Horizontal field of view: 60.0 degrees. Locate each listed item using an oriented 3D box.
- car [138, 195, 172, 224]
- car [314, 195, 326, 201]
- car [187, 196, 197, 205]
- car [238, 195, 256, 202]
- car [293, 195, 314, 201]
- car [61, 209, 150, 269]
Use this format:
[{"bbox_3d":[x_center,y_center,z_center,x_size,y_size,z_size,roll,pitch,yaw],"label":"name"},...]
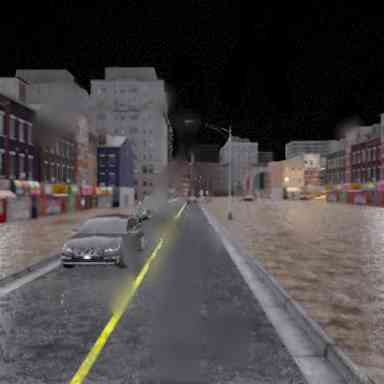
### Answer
[{"bbox_3d":[-2.780,1.297,25.545,2.150,2.045,5.566,0,1,1],"label":"car"},{"bbox_3d":[31.698,1.446,80.228,4.829,1.417,1.752,-1,1,0],"label":"car"},{"bbox_3d":[-0.004,1.578,66.203,2.097,1.767,4.553,0,0,0],"label":"car"},{"bbox_3d":[13.258,1.561,80.172,4.097,1.590,1.967,-1,1,0],"label":"car"},{"bbox_3d":[26.487,1.416,80.211,4.097,1.590,1.967,-1,1,0],"label":"car"},{"bbox_3d":[-2.801,1.540,11.398,1.837,1.490,4.892,0,-1,1],"label":"car"}]
